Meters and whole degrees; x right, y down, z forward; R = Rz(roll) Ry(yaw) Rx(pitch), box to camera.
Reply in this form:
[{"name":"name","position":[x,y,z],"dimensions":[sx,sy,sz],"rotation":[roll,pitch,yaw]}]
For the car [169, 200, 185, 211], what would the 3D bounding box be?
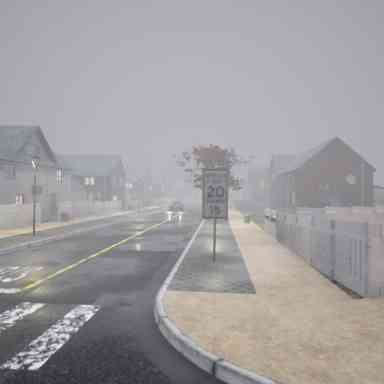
[{"name":"car","position":[-2.137,1.978,47.832],"dimensions":[1.837,1.490,4.892],"rotation":[1,-1,5]}]
